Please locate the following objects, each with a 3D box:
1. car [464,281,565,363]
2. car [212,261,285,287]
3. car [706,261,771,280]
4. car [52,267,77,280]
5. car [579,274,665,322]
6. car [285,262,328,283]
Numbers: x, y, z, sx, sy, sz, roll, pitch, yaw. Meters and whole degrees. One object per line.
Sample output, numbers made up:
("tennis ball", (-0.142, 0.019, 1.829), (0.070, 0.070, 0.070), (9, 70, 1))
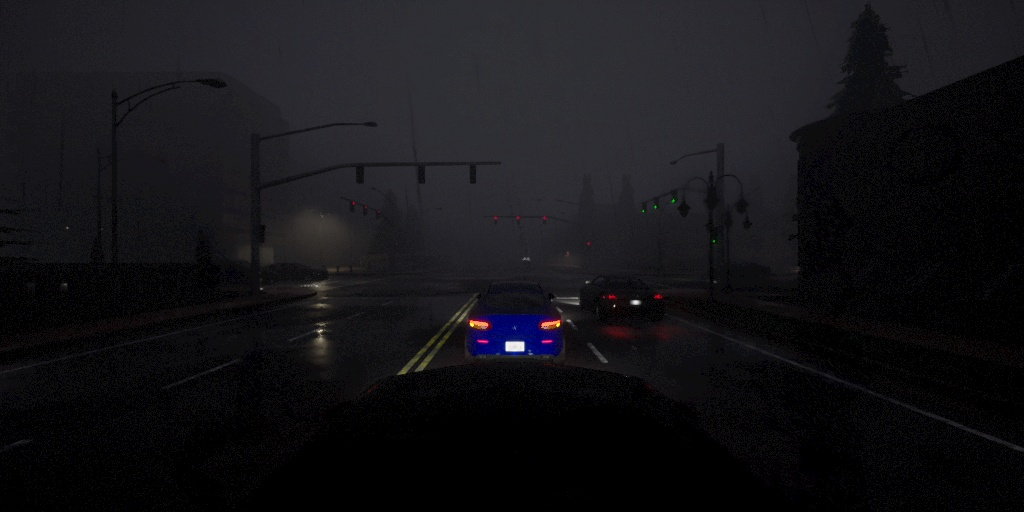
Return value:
("car", (0.063, 1.276, 8.010), (1.812, 1.442, 4.674), (0, 0, 0))
("car", (-18.221, 1.102, 23.892), (4.553, 1.767, 2.097), (0, 0, 0))
("car", (19.370, 1.228, 30.769), (5.008, 1.535, 1.882), (0, 0, -1))
("car", (-34.806, 1.276, 27.422), (4.674, 1.442, 1.812), (0, 0, 0))
("car", (3.580, 1.314, 12.362), (1.994, 1.385, 4.181), (0, 0, 0))
("car", (-16.708, 1.228, 27.390), (5.008, 1.535, 1.882), (0, 0, 0))
